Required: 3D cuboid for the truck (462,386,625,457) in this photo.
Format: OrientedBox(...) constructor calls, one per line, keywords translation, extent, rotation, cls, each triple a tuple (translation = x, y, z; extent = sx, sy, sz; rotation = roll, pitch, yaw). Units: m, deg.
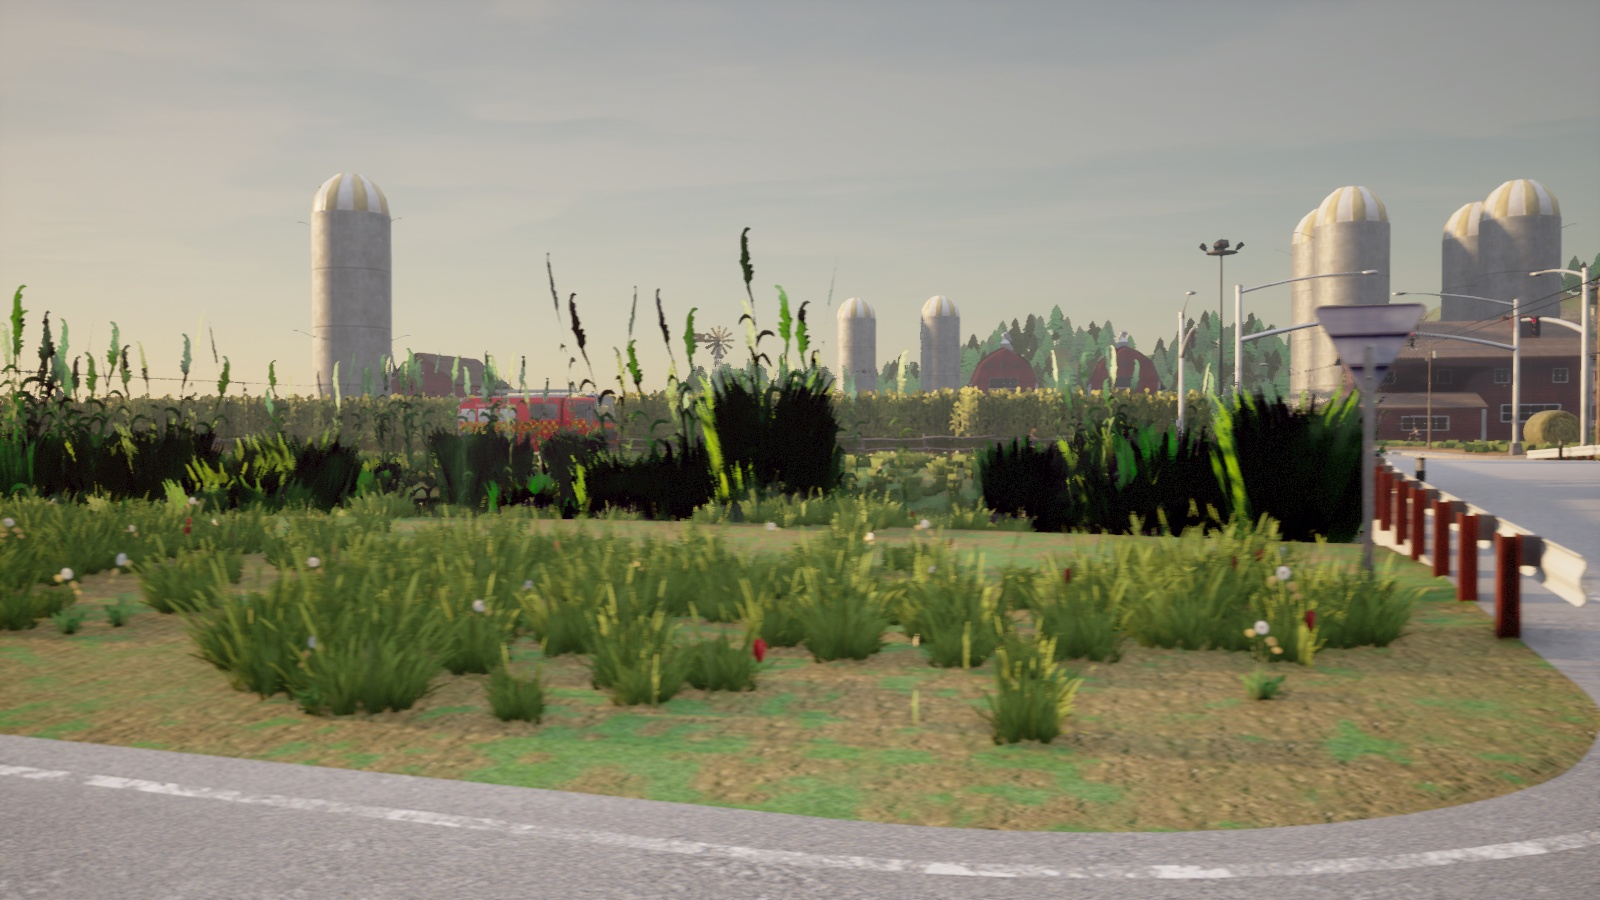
OrientedBox(translation=(-14.236, -1.569, 69.861), extent=(8.468, 3.827, 2.891), rotation=(1, 1, 12), cls="truck")
